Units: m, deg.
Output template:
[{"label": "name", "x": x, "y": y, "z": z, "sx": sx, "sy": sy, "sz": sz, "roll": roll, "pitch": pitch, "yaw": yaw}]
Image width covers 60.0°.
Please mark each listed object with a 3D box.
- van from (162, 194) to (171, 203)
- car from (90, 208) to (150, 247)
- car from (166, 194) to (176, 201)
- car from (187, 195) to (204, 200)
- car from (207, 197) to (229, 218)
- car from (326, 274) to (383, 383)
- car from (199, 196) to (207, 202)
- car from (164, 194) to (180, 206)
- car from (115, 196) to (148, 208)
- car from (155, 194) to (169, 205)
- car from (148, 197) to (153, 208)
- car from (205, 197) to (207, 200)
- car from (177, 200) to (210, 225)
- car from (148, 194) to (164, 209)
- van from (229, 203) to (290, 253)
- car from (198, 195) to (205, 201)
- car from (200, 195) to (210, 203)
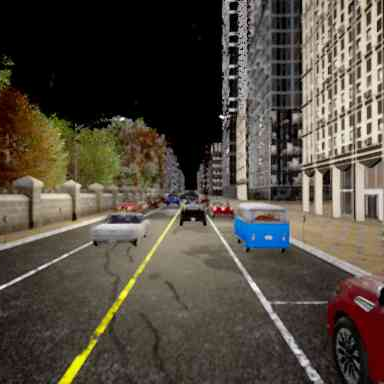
[{"label": "van", "x": -5.759, "y": 1.424, "z": 75.179, "sx": 1.690, "sy": 1.788, "sz": 3.998, "roll": 1, "pitch": 0, "yaw": 0}, {"label": "car", "x": -3.117, "y": 1.632, "z": 15.271, "sx": 1.895, "sy": 1.301, "sz": 4.718, "roll": 0, "pitch": 0, "yaw": 0}, {"label": "car", "x": -5.775, "y": 1.395, "z": 92.021, "sx": 2.192, "sy": 1.841, "sz": 5.009, "roll": 1, "pitch": 0, "yaw": 0}, {"label": "car", "x": 0.056, "y": 1.422, "z": 41.773, "sx": 2.097, "sy": 1.767, "sz": 4.553, "roll": 0, "pitch": 0, "yaw": 0}, {"label": "car", "x": 2.666, "y": 1.496, "z": 30.553, "sx": 1.967, "sy": 1.590, "sz": 4.097, "roll": 1, "pitch": 0, "yaw": 0}, {"label": "car", "x": 2.695, "y": 1.320, "z": 2.148, "sx": 2.192, "sy": 1.841, "sz": 5.009, "roll": 0, "pitch": 0, "yaw": 0}, {"label": "car", "x": 2.614, "y": 1.608, "z": 80.924, "sx": 1.752, "sy": 1.417, "sz": 4.829, "roll": 1, "pitch": 0, "yaw": 0}, {"label": "car", "x": -3.122, "y": 1.300, "z": 55.731, "sx": 2.150, "sy": 2.045, "sz": 5.566, "roll": 0, "pitch": 0, "yaw": 0}, {"label": "car", "x": -5.714, "y": 1.371, "z": 30.586, "sx": 2.192, "sy": 1.841, "sz": 5.009, "roll": 1, "pitch": 0, "yaw": 0}, {"label": "car", "x": -5.747, "y": 1.397, "z": 63.952, "sx": 2.192, "sy": 1.841, "sz": 5.009, "roll": 1, "pitch": 0, "yaw": 0}, {"label": "car", "x": -5.721, "y": 1.588, "z": 36.097, "sx": 1.752, "sy": 1.417, "sz": 4.829, "roll": 1, "pitch": 0, "yaw": 0}, {"label": "car", "x": 2.659, "y": 1.589, "z": 36.404, "sx": 1.752, "sy": 1.417, "sz": 4.829, "roll": 1, "pitch": 0, "yaw": 0}, {"label": "car", "x": 0.074, "y": 1.551, "z": 24.189, "sx": 1.837, "sy": 1.490, "sz": 4.892, "roll": 0, "pitch": 0, "yaw": 0}, {"label": "car", "x": -5.731, "y": 1.389, "z": 47.634, "sx": 2.192, "sy": 1.841, "sz": 5.009, "roll": 1, "pitch": 0, "yaw": 0}, {"label": "van", "x": 2.684, "y": 1.369, "z": 13.509, "sx": 1.690, "sy": 1.788, "sz": 3.998, "roll": 1, "pitch": 0, "yaw": 0}, {"label": "car", "x": 2.603, "y": 1.520, "z": 91.989, "sx": 1.967, "sy": 1.590, "sz": 4.097, "roll": 1, "pitch": 0, "yaw": 0}, {"label": "car", "x": 2.626, "y": 1.523, "z": 69.519, "sx": 1.967, "sy": 1.590, "sz": 4.097, "roll": 1, "pitch": 0, "yaw": 0}]
